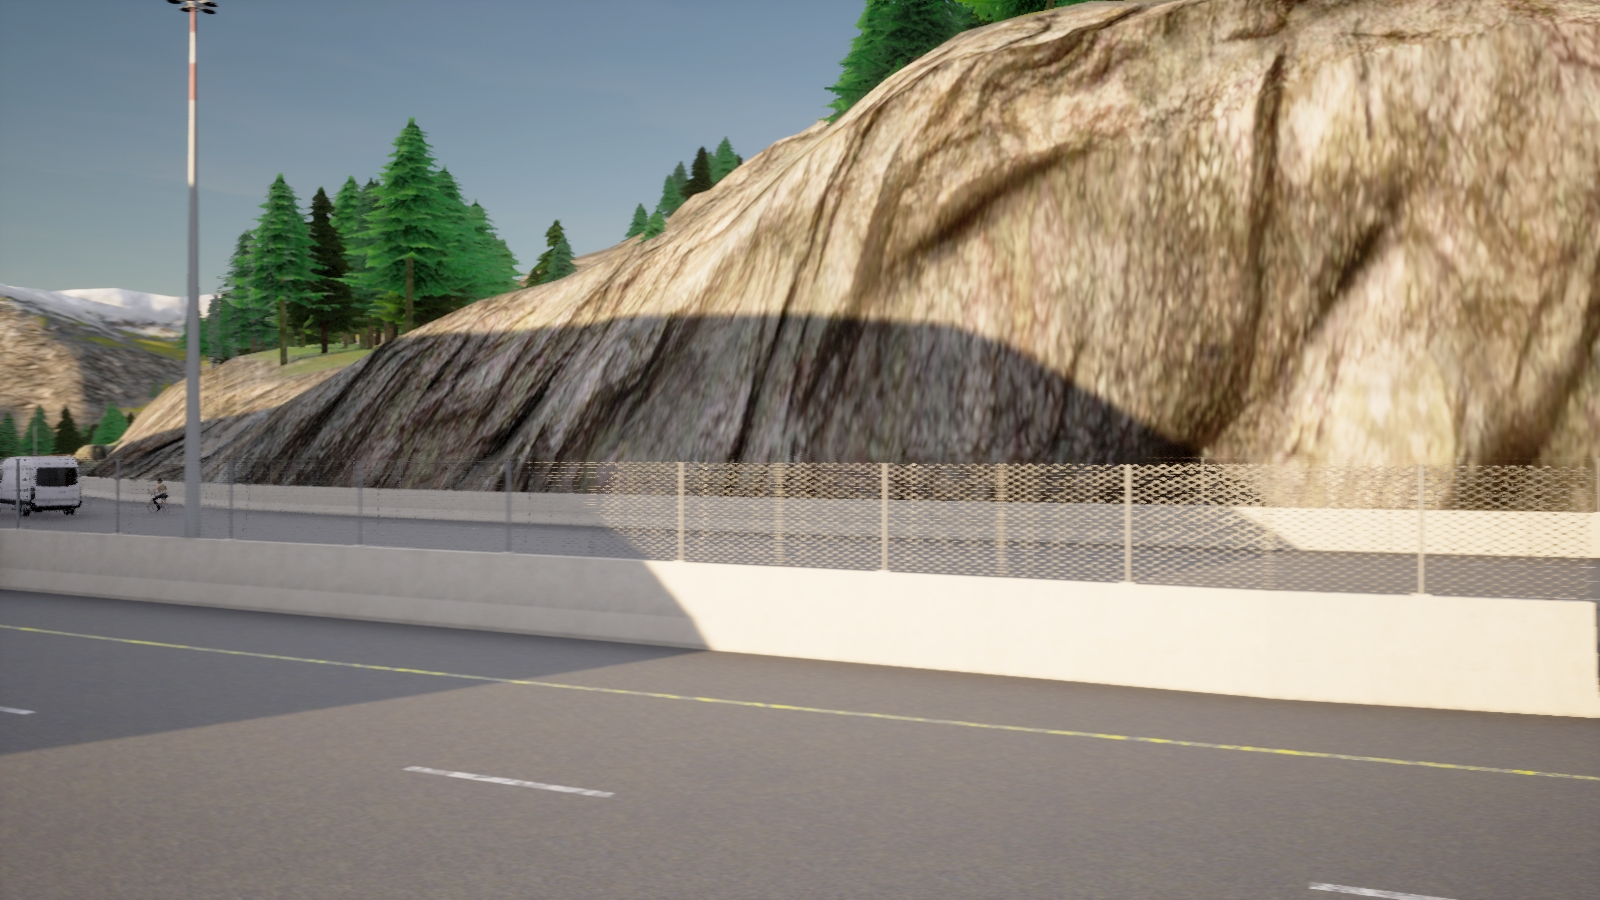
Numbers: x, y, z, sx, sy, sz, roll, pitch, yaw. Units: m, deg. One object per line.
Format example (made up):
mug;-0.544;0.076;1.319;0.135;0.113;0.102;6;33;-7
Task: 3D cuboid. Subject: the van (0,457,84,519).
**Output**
van;-33.889;1.590;50.465;5.915;2.561;1.988;0;0;38
